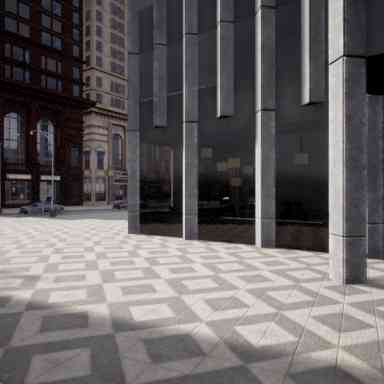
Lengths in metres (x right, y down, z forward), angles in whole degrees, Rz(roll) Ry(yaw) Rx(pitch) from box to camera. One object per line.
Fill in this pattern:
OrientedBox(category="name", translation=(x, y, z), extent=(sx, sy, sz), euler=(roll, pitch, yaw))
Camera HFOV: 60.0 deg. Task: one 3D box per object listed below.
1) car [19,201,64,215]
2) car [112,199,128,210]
OrientedBox(category="car", translation=(-15.401, 1.627, 34.222), extent=(1.994, 1.385, 4.181), euler=(0, 0, 36))
OrientedBox(category="car", translation=(-8.078, 1.646, 44.467), extent=(2.033, 1.411, 5.357), euler=(0, 0, 36))
